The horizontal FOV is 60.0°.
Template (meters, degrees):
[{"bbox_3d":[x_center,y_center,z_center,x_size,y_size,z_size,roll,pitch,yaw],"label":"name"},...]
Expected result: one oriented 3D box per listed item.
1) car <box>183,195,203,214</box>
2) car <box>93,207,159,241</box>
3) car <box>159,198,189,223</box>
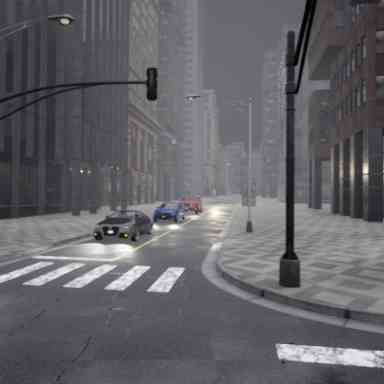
[{"bbox_3d":[-0.108,1.354,37.813,2.150,2.045,5.566,0,0,9],"label":"car"},{"bbox_3d":[-3.356,1.625,16.968,1.994,1.385,4.181,0,0,9],"label":"car"},{"bbox_3d":[-1.757,1.574,27.257,1.882,1.535,5.008,0,0,8],"label":"car"}]
